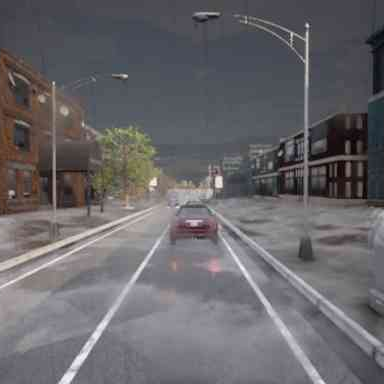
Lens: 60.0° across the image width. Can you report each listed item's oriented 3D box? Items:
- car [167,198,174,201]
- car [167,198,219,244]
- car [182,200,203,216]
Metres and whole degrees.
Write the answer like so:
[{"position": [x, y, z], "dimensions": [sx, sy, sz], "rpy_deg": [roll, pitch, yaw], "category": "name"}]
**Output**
[{"position": [-3.085, 1.671, 54.789], "dimensions": [1.812, 1.442, 4.674], "rpy_deg": [0, 0, 0], "category": "car"}, {"position": [0.092, 1.370, 16.025], "dimensions": [2.097, 1.767, 4.553], "rpy_deg": [0, 0, 0], "category": "car"}, {"position": [0.081, 1.643, 34.524], "dimensions": [2.033, 1.411, 5.357], "rpy_deg": [0, 0, 0], "category": "car"}]
